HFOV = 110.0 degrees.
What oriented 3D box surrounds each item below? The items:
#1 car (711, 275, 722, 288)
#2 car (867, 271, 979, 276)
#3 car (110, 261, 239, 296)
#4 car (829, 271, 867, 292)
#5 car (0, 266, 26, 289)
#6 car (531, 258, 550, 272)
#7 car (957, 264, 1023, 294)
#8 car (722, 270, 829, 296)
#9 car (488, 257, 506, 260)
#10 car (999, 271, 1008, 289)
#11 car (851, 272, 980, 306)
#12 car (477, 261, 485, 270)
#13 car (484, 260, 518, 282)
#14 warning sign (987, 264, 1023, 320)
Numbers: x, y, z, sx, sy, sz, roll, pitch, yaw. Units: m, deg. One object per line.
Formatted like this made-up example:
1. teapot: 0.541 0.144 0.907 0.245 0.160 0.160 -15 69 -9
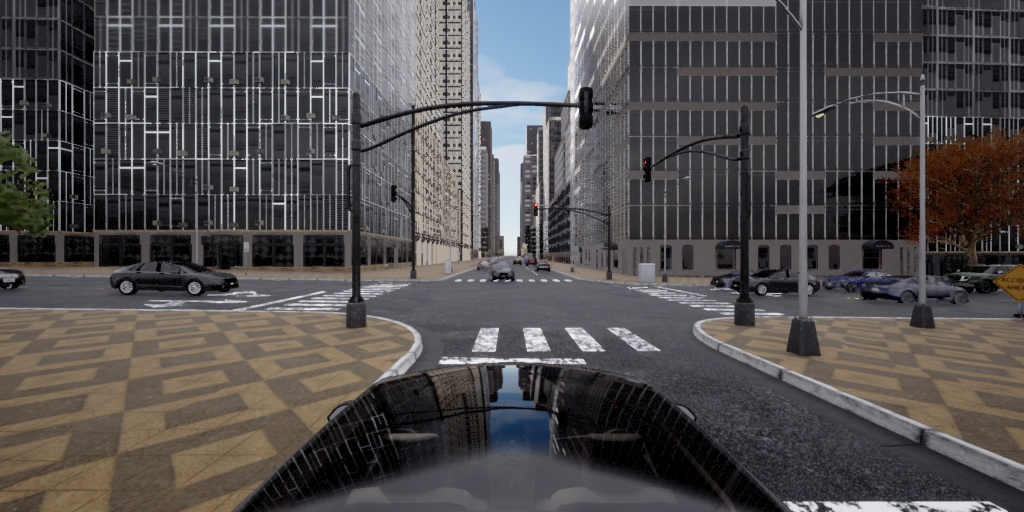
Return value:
1. car: 16.155 1.629 24.851 4.181 1.385 1.994 1 0 -3
2. car: 25.028 1.826 22.017 4.718 1.301 1.895 1 0 -3
3. car: -15.516 0.994 16.653 4.892 1.490 1.837 1 0 -3
4. car: 24.556 1.741 25.245 4.674 1.442 1.812 1 0 -3
5. car: -25.298 0.802 16.197 4.902 1.511 2.128 1 0 -3
6. car: 3.898 1.329 45.983 1.948 1.339 4.313 0 0 0
7. car: 34.184 1.610 25.695 5.566 2.045 2.150 1 0 -3
8. car: 15.785 1.564 21.590 4.892 1.490 1.837 1 0 -4
9. car: -1.552 1.253 43.117 2.128 1.511 4.902 0 0 0
10. car: 34.120 1.914 22.433 4.674 1.442 1.812 1 0 -2
11. car: 20.517 1.709 18.358 4.181 1.385 1.994 1 0 -3
12. car: -4.059 1.342 51.470 1.802 1.307 4.207 0 0 0
13. car: -0.981 1.276 29.359 1.837 1.490 4.892 0 0 -8
14. warning sign: 17.268 1.204 12.189 1.060 1.860 1.300 0 0 -3
